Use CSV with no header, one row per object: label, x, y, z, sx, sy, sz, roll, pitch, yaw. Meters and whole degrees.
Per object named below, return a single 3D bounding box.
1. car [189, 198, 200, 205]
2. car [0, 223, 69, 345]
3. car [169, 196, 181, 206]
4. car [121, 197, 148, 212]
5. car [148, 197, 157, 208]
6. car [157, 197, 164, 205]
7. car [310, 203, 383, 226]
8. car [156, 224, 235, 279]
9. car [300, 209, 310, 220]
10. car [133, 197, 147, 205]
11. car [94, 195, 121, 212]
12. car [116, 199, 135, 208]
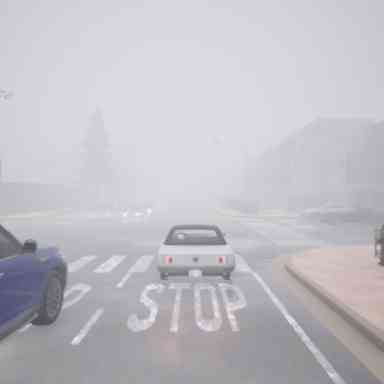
car,0.459,1.743,61.817,1.994,1.385,4.181,0,0,1
car,-3.423,1.233,3.975,2.150,2.045,5.566,0,0,0
car,-3.051,1.528,60.880,2.097,1.767,4.553,0,0,1
car,-6.928,1.643,40.511,1.812,1.442,4.674,0,0,1
car,-6.840,1.745,49.870,1.895,1.301,4.718,0,0,1
car,-6.613,1.680,64.792,2.128,1.511,4.902,0,0,1
car,11.164,1.669,23.423,4.718,1.301,1.895,0,0,0
car,0.090,1.630,10.049,1.895,1.301,4.718,0,0,0
car,11.169,1.604,26.965,4.674,1.442,1.812,0,0,2
car,-10.107,1.695,65.176,1.837,1.490,4.892,0,-1,1
car,-10.413,1.342,41.314,2.150,2.045,5.566,0,0,1
car,-10.317,1.752,51.941,1.895,1.301,4.718,0,0,0
